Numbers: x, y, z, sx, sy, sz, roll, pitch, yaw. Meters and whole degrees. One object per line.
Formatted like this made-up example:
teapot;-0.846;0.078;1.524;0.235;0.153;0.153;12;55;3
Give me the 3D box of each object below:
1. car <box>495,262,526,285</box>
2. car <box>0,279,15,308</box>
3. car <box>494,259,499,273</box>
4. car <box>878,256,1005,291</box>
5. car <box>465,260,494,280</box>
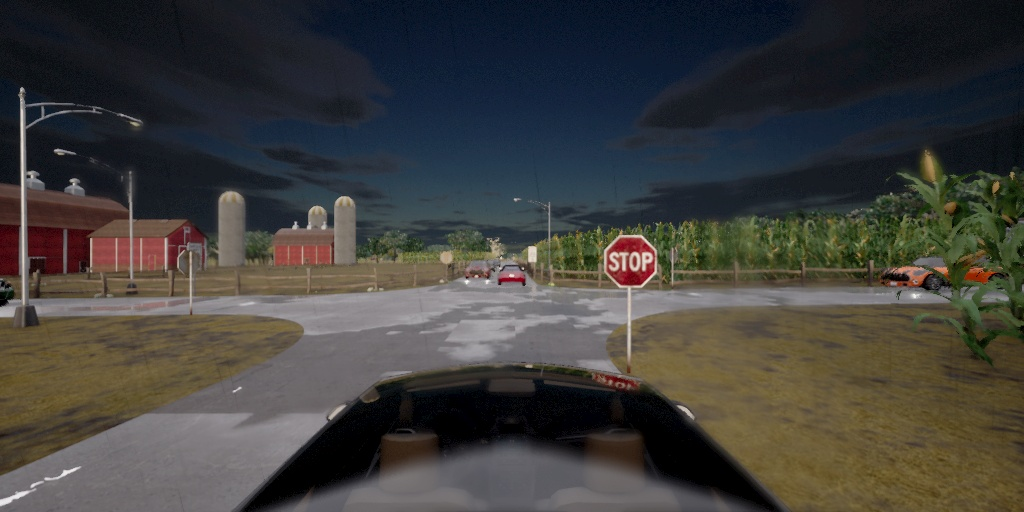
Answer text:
car;-0.015;1.340;26.848;1.994;1.385;4.181;0;0;0
car;-24.479;1.303;14.854;5.566;2.045;2.150;-1;0;0
car;-3.041;1.306;45.905;1.837;1.490;4.892;0;0;0
car;21.361;0.774;17.977;4.553;1.767;2.097;-1;0;0
car;-2.982;1.136;32.182;2.097;1.767;4.553;0;0;0
